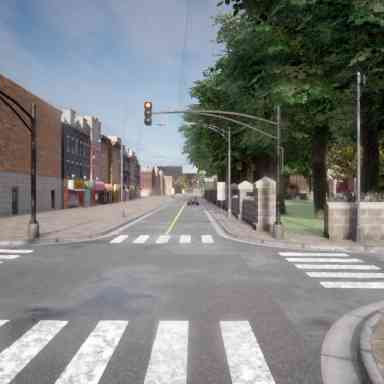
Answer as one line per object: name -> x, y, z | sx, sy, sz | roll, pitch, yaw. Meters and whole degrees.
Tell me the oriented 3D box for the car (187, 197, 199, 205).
car -> 0.187, 1.517, 58.258 | 2.033, 1.411, 5.357 | 0, 0, 0
